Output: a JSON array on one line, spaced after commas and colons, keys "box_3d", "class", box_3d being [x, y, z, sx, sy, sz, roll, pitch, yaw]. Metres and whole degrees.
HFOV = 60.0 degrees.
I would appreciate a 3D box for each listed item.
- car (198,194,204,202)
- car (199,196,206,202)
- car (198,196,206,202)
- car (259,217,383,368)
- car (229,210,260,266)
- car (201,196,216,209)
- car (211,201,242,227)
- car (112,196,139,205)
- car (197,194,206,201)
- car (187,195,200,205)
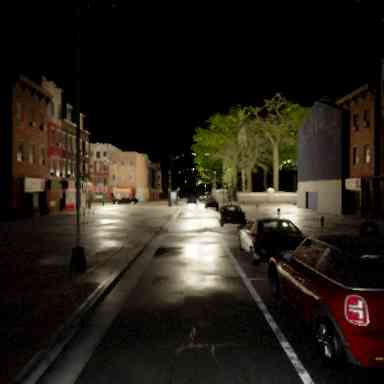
[{"box_3d": [2.616, 1.722, 77.639, 2.008, 1.369, 4.403, -1, 0, 0], "class": "car"}, {"box_3d": [2.615, 1.730, 83.258, 1.752, 1.417, 4.829, -1, 0, 0], "class": "car"}, {"box_3d": [2.614, 1.789, 88.540, 2.008, 1.369, 4.403, -1, 0, 0], "class": "car"}, {"box_3d": [2.628, 1.436, 5.772, 1.967, 1.590, 4.097, -1, 0, 0], "class": "car"}, {"box_3d": [2.628, 1.545, 11.393, 2.008, 1.369, 4.403, -1, 0, 0], "class": "car"}, {"box_3d": [2.622, 1.602, 45.125, 1.947, 1.339, 4.313, -1, 0, 0], "class": "car"}, {"box_3d": [2.626, 1.548, 22.638, 2.008, 1.369, 4.403, -1, 0, 0], "class": "car"}, {"box_3d": [-11.991, 1.534, 60.196, 4.892, 1.490, 1.837, 0, 1, 0], "class": "car"}, {"box_3d": [2.609, 1.593, 93.990, 2.192, 1.841, 5.009, -1, 0, 0], "class": "car"}, {"box_3d": [-0.006, 1.594, 61.656, 1.812, 1.442, 4.674, 0, -1, 0], "class": "car"}]
